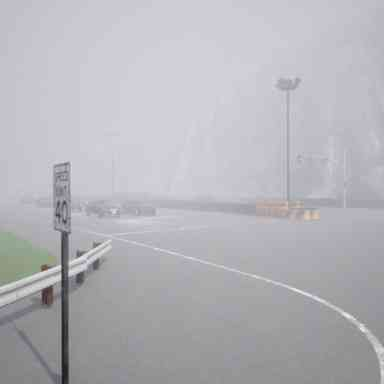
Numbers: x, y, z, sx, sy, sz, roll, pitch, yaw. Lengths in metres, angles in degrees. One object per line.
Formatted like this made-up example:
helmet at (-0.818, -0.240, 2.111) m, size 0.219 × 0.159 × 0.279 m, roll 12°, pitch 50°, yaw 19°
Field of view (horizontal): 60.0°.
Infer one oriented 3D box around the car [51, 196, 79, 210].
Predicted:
car at (-13.770, 1.491, 37.093) m, size 1.895 × 1.301 × 4.718 m, roll 0°, pitch 0°, yaw -38°

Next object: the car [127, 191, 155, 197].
car at (-10.379, 0.831, 67.162) m, size 2.150 × 2.045 × 5.566 m, roll 0°, pitch 1°, yaw -38°

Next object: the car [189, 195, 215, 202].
car at (1.217, 1.212, 46.665) m, size 2.097 × 1.767 × 4.553 m, roll 0°, pitch 0°, yaw -38°

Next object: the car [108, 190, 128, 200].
car at (-16.870, 0.661, 75.295) m, size 2.150 × 2.045 × 5.566 m, roll 0°, pitch 1°, yaw -38°

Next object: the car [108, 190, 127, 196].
car at (-15.136, 0.790, 67.560) m, size 2.150 × 2.045 × 5.566 m, roll 0°, pitch 1°, yaw -38°

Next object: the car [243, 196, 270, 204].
car at (10.146, 1.368, 52.294) m, size 1.812 × 1.442 × 4.674 m, roll 0°, pitch 0°, yaw -38°

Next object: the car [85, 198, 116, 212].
car at (-10.708, 1.449, 38.857) m, size 1.994 × 1.385 × 4.181 m, roll 0°, pitch 0°, yaw -38°

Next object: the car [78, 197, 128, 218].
car at (-8.044, 1.424, 29.816) m, size 2.128 × 1.511 × 4.902 m, roll 0°, pitch 0°, yaw -38°

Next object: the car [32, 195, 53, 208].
car at (-19.485, 1.318, 44.406) m, size 1.837 × 1.490 × 4.892 m, roll 0°, pitch 1°, yaw -38°

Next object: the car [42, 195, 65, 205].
car at (-22.497, 1.237, 53.983) m, size 2.033 × 1.411 × 5.357 m, roll 0°, pitch 1°, yaw -38°

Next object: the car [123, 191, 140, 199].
car at (-14.086, 0.741, 77.416) m, size 2.097 × 1.767 × 4.553 m, roll 0°, pitch 1°, yaw -38°

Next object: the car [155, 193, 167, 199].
car at (-7.921, 0.951, 69.536) m, size 2.097 × 1.767 × 4.553 m, roll 0°, pitch 1°, yaw -38°

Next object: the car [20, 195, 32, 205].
car at (-25.715, 1.213, 52.424) m, size 1.812 × 1.442 × 4.674 m, roll 0°, pitch 1°, yaw -37°

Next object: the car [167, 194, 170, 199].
car at (-6.685, 1.074, 73.654) m, size 2.128 × 1.511 × 4.902 m, roll 0°, pitch 1°, yaw -38°

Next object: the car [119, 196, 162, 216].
car at (-5.229, 1.430, 31.898) m, size 1.837 × 1.490 × 4.892 m, roll 0°, pitch 0°, yaw -38°
